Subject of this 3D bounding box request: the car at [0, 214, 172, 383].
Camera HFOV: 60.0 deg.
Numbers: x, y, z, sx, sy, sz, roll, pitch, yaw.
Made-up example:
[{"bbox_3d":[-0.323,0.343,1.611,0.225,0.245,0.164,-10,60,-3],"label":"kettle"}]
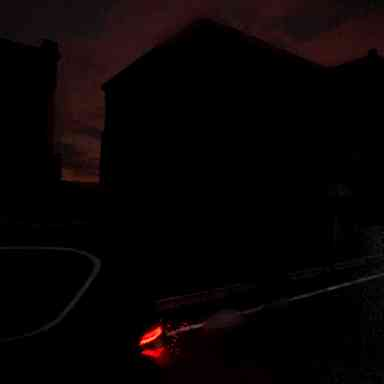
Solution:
[{"bbox_3d":[-2.748,1.142,1.711,5.566,2.045,2.150,3,-2,-36],"label":"car"}]
